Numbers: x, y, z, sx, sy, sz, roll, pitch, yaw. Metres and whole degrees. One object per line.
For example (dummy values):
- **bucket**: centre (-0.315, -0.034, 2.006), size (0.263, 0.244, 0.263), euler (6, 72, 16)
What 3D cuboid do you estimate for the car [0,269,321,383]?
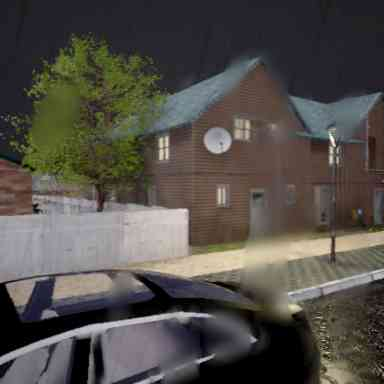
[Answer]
- **car**: centre (-1.154, 1.441, 2.298), size (4.902, 1.511, 2.128), euler (0, 1, -34)
